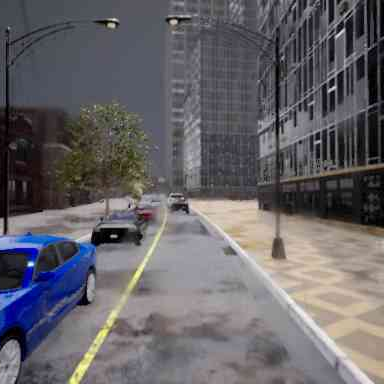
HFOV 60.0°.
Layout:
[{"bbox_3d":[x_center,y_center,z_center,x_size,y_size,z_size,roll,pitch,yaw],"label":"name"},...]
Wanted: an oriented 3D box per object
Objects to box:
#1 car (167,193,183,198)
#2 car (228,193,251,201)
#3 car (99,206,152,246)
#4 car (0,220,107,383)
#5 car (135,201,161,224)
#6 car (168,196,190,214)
[{"bbox_3d":[-2.235,1.208,46.051,2.150,2.045,5.566,0,0,-6],"label":"car"},{"bbox_3d":[10.725,1.167,75.176,5.009,1.841,2.192,0,-1,12],"label":"car"},{"bbox_3d":[-3.150,1.560,15.138,1.994,1.385,4.181,0,0,-2],"label":"car"},{"bbox_3d":[-2.928,1.478,5.202,1.882,1.535,5.008,0,0,-1],"label":"car"},{"bbox_3d":[-3.561,1.594,25.048,1.895,1.301,4.718,0,0,-3],"label":"car"},{"bbox_3d":[-1.298,1.495,34.797,1.837,1.490,4.892,0,0,-5],"label":"car"}]
